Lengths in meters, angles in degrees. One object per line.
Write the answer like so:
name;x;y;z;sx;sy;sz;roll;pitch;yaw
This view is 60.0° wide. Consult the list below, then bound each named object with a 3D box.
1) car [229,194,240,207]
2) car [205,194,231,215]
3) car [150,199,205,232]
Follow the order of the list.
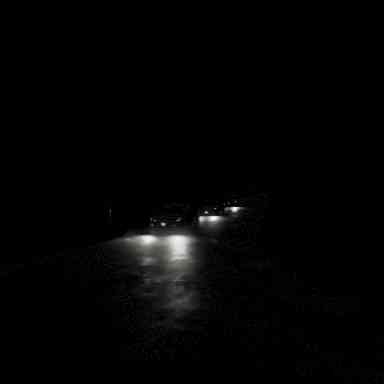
car;4.860;1.045;41.425;1.837;1.490;4.892;-1;1;14
car;1.788;1.234;29.335;2.033;1.411;5.357;-1;0;14
car;-0.835;1.330;18.955;1.837;1.490;4.892;-1;0;14
